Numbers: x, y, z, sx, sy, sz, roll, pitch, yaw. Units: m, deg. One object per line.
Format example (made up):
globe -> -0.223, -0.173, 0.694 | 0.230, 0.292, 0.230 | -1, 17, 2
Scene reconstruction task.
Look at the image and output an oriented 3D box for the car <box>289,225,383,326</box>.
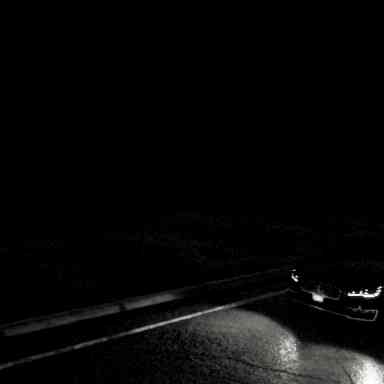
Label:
car -> 4.043, 1.491, 6.896 | 4.892, 1.490, 1.837 | 0, 0, -36
